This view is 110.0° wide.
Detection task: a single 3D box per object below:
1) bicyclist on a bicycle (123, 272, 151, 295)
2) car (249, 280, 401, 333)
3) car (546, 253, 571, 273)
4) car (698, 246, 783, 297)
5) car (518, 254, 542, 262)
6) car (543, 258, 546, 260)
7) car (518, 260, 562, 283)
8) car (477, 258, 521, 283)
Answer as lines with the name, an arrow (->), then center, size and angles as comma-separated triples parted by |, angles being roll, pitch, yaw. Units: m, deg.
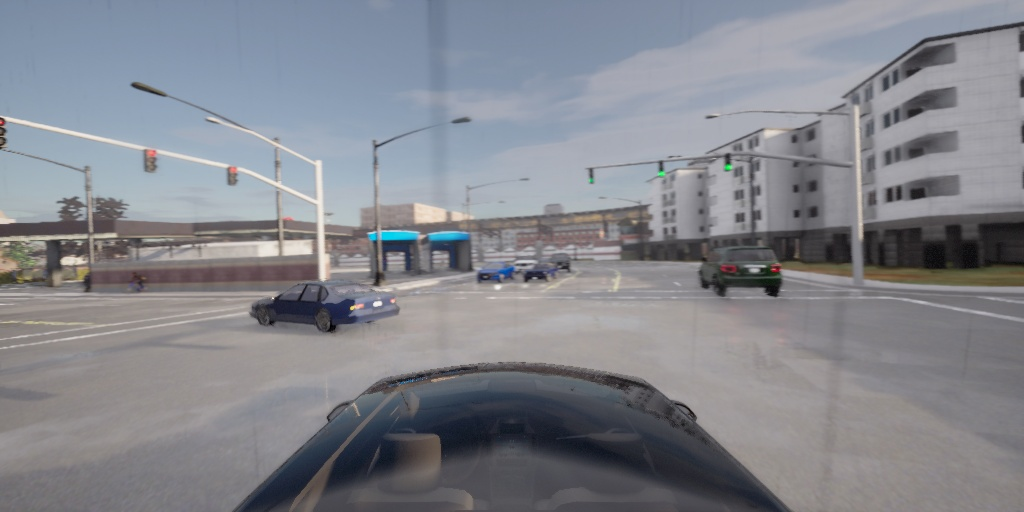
bicyclist on a bicycle -> -27.553, 1.977, 26.347 | 0.582, 1.620, 1.656 | -2, 0, 17
car -> -6.058, 1.492, 11.447 | 5.357, 1.411, 2.033 | -2, 0, 28
car -> 5.140, 0.671, 38.384 | 2.150, 2.045, 5.566 | -2, 1, 9
car -> 9.920, 0.596, 15.998 | 2.150, 2.045, 5.566 | -2, 0, 18
car -> 1.593, 0.798, 38.368 | 2.150, 2.045, 5.566 | -2, 1, 9
car -> 4.782, 0.946, 53.896 | 2.033, 1.411, 5.357 | -2, 0, -11
car -> 2.216, 1.207, 27.020 | 1.895, 1.301, 4.718 | -2, 0, 17
car -> -1.151, 1.200, 28.004 | 1.882, 1.535, 5.008 | -2, 0, 17
